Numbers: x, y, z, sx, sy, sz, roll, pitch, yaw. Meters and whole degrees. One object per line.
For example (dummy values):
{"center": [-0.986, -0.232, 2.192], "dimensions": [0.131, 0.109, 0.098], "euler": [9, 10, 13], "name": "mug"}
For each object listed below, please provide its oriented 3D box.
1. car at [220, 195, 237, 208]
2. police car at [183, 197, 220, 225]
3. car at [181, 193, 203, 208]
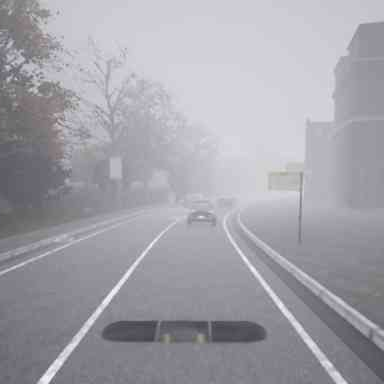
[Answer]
{"center": [4.534, 1.134, 42.307], "dimensions": [1.882, 1.535, 5.008], "euler": [2, 2, 17], "name": "car"}
{"center": [0.821, 1.445, 24.080], "dimensions": [2.038, 1.542, 4.974], "euler": [1, 1, 5], "name": "police car"}
{"center": [0.223, 0.966, 40.684], "dimensions": [2.097, 1.767, 4.553], "euler": [2, 2, 16], "name": "car"}
